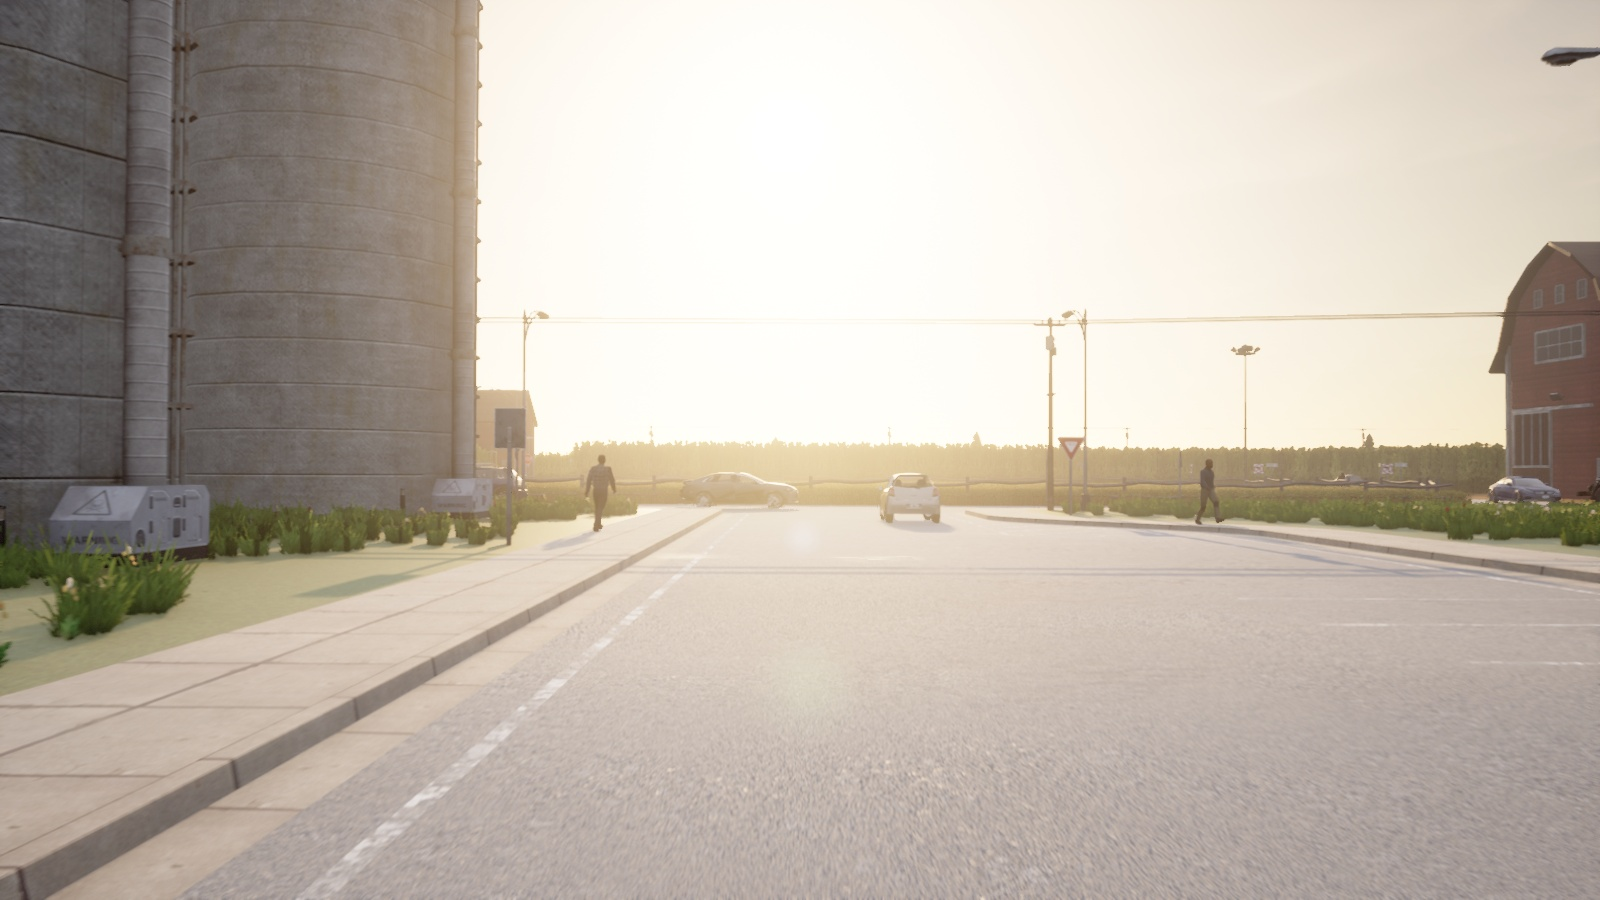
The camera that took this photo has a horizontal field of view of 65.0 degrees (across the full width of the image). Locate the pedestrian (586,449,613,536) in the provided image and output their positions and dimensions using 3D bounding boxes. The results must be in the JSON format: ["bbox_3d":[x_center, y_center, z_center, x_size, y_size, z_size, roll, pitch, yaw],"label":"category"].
[{"bbox_3d":[-4.579,0.970,28.757,0.423,1.949,0.788,0,-1,5],"label":"pedestrian"}]

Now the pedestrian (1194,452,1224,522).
[{"bbox_3d":[10.984,0.990,33.713,0.370,1.835,0.726,0,-1,-22],"label":"pedestrian"}]

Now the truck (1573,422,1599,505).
[{"bbox_3d":[36.067,0.509,50.499,2.891,3.462,7.936,0,-1,-38],"label":"truck"}]

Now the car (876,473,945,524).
[{"bbox_3d":[3.407,1.473,39.346,1.845,1.501,3.633,0,-1,0],"label":"car"}]

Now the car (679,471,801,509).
[{"bbox_3d":[-2.435,1.647,51.760,4.902,1.511,2.128,0,-1,1],"label":"car"}]

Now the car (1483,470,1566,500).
[{"bbox_3d":[36.043,1.744,62.615,1.812,1.442,4.674,0,-1,6],"label":"car"}]

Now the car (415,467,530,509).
[{"bbox_3d":[-14.401,1.658,55.415,4.553,1.767,2.097,0,-1,1],"label":"car"}]
